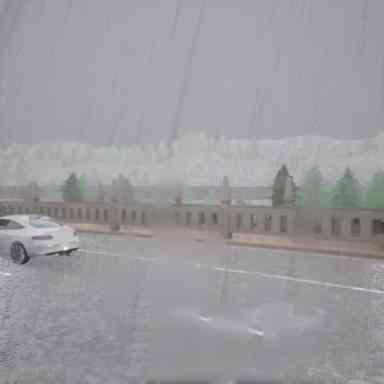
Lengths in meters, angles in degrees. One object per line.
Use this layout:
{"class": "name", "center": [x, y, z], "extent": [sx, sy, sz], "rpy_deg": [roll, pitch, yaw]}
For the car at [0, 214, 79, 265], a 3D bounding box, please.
{"class": "car", "center": [-5.945, 1.503, 11.469], "extent": [4.674, 1.442, 1.812], "rpy_deg": [0, 0, 29]}
